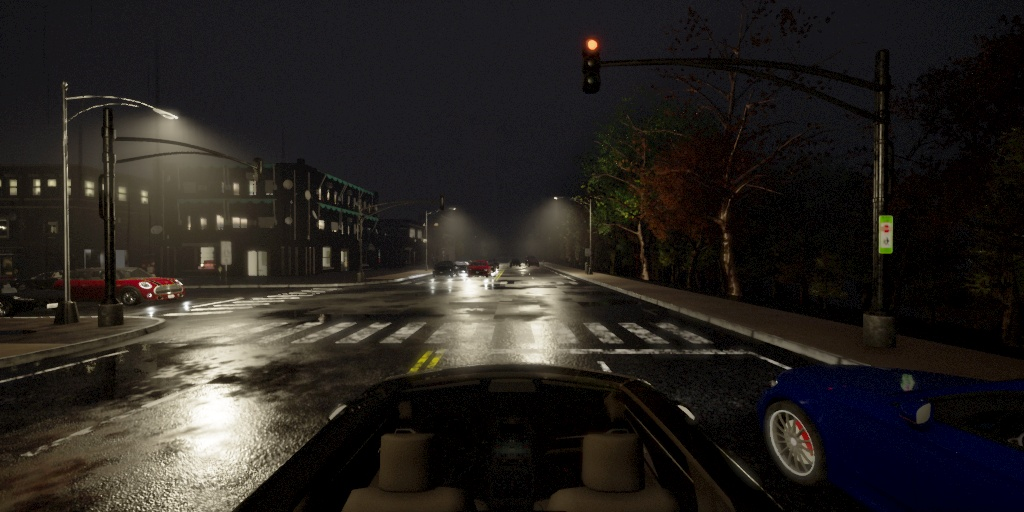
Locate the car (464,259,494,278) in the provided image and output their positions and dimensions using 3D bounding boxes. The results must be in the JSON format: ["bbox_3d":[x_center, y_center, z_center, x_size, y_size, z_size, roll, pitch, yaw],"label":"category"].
[{"bbox_3d":[-3.074,1.217,34.580,1.882,1.535,5.008,0,0,1],"label":"car"}]

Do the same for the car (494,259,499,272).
[{"bbox_3d":[-2.994,1.261,44.641,1.812,1.442,4.674,0,0,1],"label":"car"}]

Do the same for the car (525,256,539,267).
[{"bbox_3d":[3.853,1.204,64.701,1.882,1.535,5.008,0,0,1],"label":"car"}]

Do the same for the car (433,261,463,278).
[{"bbox_3d":[-6.330,1.217,34.738,1.882,1.535,5.008,0,0,1],"label":"car"}]

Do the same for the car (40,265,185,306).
[{"bbox_3d":[-17.989,1.302,16.539,4.553,1.767,2.097,-1,1,0],"label":"car"}]

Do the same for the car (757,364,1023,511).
[{"bbox_3d":[3.355,1.276,1.635,1.812,1.442,4.674,0,0,1],"label":"car"}]

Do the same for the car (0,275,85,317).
[{"bbox_3d":[-19.854,1.565,13.822,4.313,1.339,1.948,0,0,1],"label":"car"}]

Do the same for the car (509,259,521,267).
[{"bbox_3d":[0.597,1.230,63.938,1.837,1.490,4.892,0,0,0],"label":"car"}]
